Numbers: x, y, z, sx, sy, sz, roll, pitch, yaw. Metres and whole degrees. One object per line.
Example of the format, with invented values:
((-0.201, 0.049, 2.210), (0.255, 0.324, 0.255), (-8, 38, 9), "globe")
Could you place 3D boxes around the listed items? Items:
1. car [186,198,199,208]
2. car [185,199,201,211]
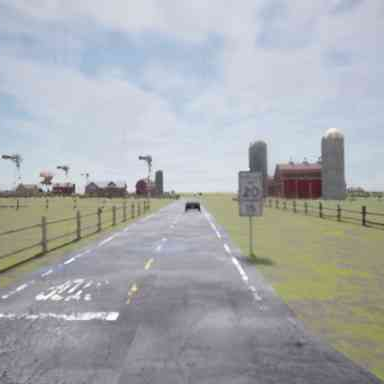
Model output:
((0.114, 1.703, 52.199), (1.994, 1.385, 4.181), (-1, 0, 0), "car")
((0.089, 1.586, 41.778), (1.882, 1.535, 5.008), (-1, 0, 0), "car")
